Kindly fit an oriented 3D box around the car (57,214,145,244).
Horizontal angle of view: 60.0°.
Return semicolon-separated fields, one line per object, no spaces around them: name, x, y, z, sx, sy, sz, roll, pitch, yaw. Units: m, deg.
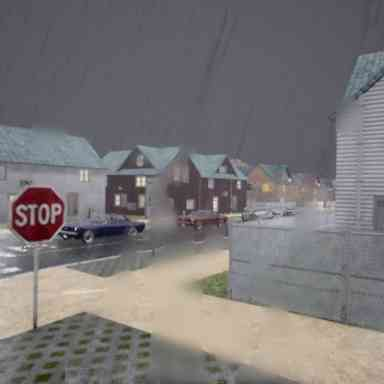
car;-4.727;1.837;17.569;1.895;1.301;4.718;2;0;36

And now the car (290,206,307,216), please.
car;12.769;2.454;41.287;1.994;1.385;4.181;2;0;37

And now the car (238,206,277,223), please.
car;6.555;2.162;32.905;1.837;1.490;4.892;2;-1;36

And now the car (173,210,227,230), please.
car;0.702;2.037;24.972;1.895;1.301;4.718;2;0;36

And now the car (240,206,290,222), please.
car;6.078;2.143;27.326;1.812;1.442;4.674;2;0;37
